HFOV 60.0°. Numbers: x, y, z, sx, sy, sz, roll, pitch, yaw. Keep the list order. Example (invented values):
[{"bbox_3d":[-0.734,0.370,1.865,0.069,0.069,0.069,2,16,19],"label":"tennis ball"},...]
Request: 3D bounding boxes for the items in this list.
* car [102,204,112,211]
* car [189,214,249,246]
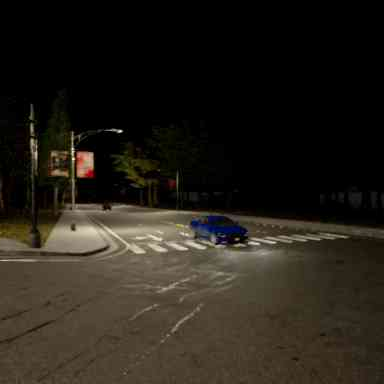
[{"bbox_3d":[-18.833,3.464,73.514,1.882,1.535,5.008,0,-1,-20],"label":"car"},{"bbox_3d":[1.378,2.063,18.776,1.882,1.535,5.008,0,0,-20],"label":"car"}]
